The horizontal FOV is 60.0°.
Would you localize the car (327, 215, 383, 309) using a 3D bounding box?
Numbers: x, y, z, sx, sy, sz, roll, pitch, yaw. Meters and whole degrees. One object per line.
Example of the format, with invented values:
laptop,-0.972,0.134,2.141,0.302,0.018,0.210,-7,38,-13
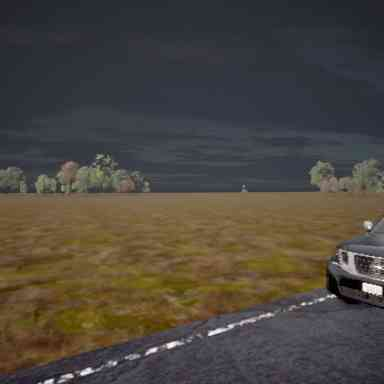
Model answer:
car,5.208,1.220,6.945,5.566,2.045,2.150,0,0,-34
